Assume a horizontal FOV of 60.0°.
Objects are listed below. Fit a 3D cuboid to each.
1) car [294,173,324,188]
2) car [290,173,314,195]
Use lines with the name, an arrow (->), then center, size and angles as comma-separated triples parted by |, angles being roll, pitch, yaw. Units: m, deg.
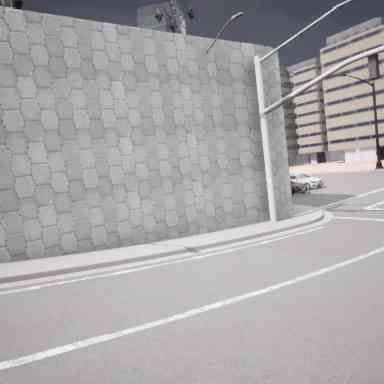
car -> 9.718, -0.978, 30.517 | 1.812, 1.442, 4.674 | -10, 6, -35
car -> 7.366, -0.462, 27.874 | 1.812, 1.442, 4.674 | -10, 6, -35
